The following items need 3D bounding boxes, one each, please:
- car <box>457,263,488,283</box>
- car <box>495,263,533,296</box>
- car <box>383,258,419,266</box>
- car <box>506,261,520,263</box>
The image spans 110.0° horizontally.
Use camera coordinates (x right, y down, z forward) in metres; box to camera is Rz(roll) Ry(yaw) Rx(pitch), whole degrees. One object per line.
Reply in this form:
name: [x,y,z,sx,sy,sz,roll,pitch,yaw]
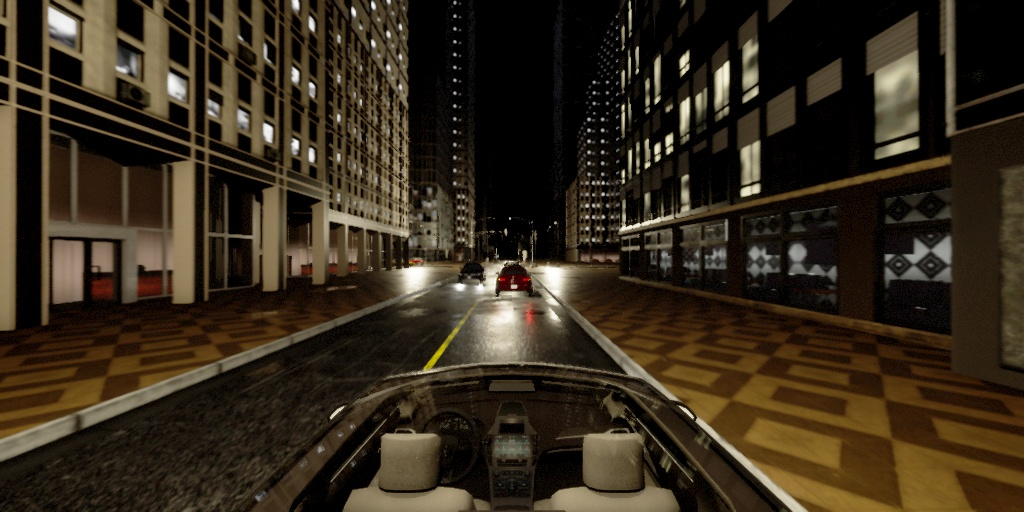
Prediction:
car: [-3.037,1.265,27.935,1.812,1.442,4.674,0,0,0]
car: [0.100,1.269,19.065,1.812,1.442,4.674,0,0,0]
car: [-18.905,1.136,61.202,4.829,1.417,1.751,0,0,-1]
car: [0.097,1.226,37.739,2.128,1.511,4.902,0,0,0]
